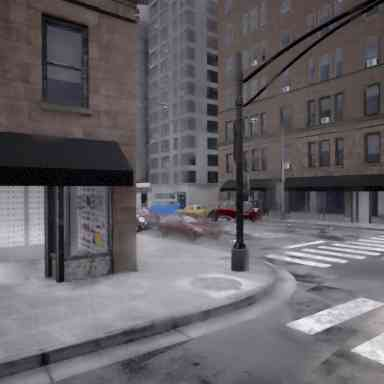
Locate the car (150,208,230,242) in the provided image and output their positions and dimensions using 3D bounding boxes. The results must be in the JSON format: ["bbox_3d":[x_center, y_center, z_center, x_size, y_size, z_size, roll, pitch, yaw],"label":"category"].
[{"bbox_3d":[-0.242,1.778,17.626,1.802,1.307,4.206,-1,0,-36],"label":"car"}]

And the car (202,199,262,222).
[{"bbox_3d":[3.456,1.521,27.073,2.192,1.841,5.009,-1,0,-36],"label":"car"}]

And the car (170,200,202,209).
[{"bbox_3d":[0.147,1.804,31.679,1.752,1.417,4.829,-1,0,-36],"label":"car"}]

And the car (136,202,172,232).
[{"bbox_3d":[-3.460,1.705,22.093,1.967,1.590,4.097,-1,0,-36],"label":"car"}]

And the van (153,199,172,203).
[{"bbox_3d":[-2.973,1.688,36.009,1.690,1.788,3.998,-1,0,-36],"label":"van"}]
